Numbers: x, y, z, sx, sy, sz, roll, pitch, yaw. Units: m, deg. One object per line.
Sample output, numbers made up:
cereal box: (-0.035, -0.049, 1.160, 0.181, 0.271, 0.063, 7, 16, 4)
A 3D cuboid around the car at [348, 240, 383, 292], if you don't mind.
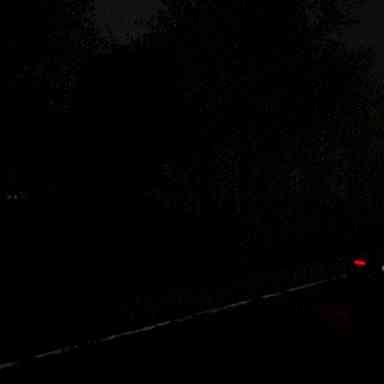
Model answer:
car: (5.873, 1.550, 7.908, 5.357, 1.411, 2.033, 0, 0, -35)
